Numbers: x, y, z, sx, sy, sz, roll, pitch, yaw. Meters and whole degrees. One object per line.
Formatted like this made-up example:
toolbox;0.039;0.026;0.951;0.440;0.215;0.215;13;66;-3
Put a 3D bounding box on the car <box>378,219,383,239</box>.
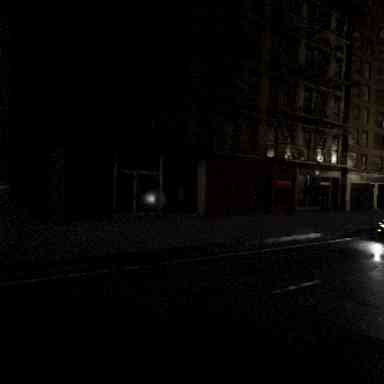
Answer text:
car;10.396;1.417;15.186;4.892;1.490;1.837;1;2;-35
